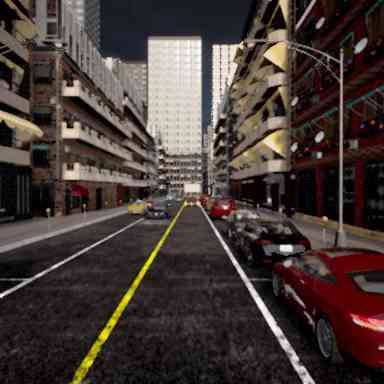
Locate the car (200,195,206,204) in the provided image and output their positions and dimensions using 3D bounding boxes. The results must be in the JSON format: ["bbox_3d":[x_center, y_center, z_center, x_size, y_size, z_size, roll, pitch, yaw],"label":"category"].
[{"bbox_3d":[2.563,1.569,49.976,1.802,1.307,4.206,-1,0,0],"label":"car"}]

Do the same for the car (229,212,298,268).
[{"bbox_3d":[2.558,1.563,11.133,1.947,1.339,4.313,-1,0,0],"label":"car"}]

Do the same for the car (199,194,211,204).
[{"bbox_3d":[2.562,1.295,66.623,2.192,1.841,5.009,-1,0,0],"label":"car"}]

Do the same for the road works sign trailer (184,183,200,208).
[{"bbox_3d":[0.037,0.451,49.226,2.380,3.560,2.880,0,0,-1],"label":"road works sign trailer"}]

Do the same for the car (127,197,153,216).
[{"bbox_3d":[-5.320,1.518,33.139,1.752,1.417,4.829,-1,0,0],"label":"car"}]

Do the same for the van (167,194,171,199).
[{"bbox_3d":[-5.315,1.314,83.252,1.690,1.788,3.998,-1,0,0],"label":"van"}]

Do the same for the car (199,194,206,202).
[{"bbox_3d":[2.562,1.297,61.074,2.192,1.841,5.009,-1,0,0],"label":"car"}]

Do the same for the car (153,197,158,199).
[{"bbox_3d":[-5.319,1.429,44.407,1.967,1.590,4.097,-1,0,0],"label":"car"}]

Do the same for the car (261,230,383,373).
[{"bbox_3d":[2.557,1.581,5.584,1.802,1.307,4.206,-1,0,0],"label":"car"}]

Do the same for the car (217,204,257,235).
[{"bbox_3d":[2.558,1.547,16.682,2.008,1.369,4.403,-1,0,0],"label":"car"}]

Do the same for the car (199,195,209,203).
[{"bbox_3d":[2.565,1.418,72.172,1.967,1.590,4.097,-1,0,0],"label":"car"}]

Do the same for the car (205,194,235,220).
[{"bbox_3d":[2.557,1.308,27.780,2.192,1.841,5.009,-1,0,0],"label":"car"}]

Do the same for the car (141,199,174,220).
[{"bbox_3d":[-2.844,1.557,28.256,1.994,1.385,4.181,0,0,0],"label":"car"}]

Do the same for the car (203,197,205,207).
[{"bbox_3d":[2.561,1.516,39.048,1.752,1.417,4.829,-1,0,0],"label":"car"}]

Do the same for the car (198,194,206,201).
[{"bbox_3d":[2.567,1.410,88.819,1.967,1.590,4.097,-1,0,0],"label":"car"}]

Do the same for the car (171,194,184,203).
[{"bbox_3d":[-2.741,1.321,69.634,2.097,1.767,4.553,0,0,0],"label":"car"}]
